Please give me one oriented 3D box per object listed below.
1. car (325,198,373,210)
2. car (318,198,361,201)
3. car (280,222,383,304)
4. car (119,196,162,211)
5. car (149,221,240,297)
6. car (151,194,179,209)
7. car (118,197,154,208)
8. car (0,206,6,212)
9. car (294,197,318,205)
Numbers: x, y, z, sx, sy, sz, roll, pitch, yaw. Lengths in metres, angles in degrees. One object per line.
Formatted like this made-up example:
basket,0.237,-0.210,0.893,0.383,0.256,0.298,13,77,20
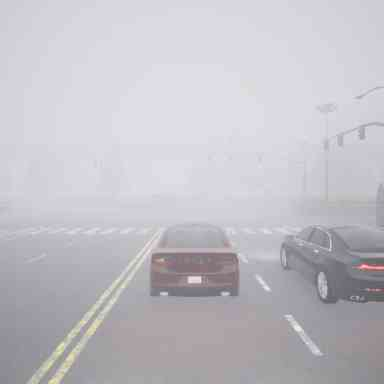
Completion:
car,20.507,1.547,43.629,5.357,1.411,2.033,0,0,0
car,17.967,1.564,40.139,4.181,1.385,1.994,0,0,0
car,3.554,1.505,8.128,1.837,1.490,4.892,0,0,0
car,-6.389,1.526,40.225,4.674,1.442,1.812,0,0,0
car,0.055,1.478,8.640,1.882,1.535,5.008,0,0,0
car,-4.477,1.221,43.719,5.566,2.045,2.150,0,0,0
car,-7.918,1.505,47.232,4.892,1.490,1.837,0,0,0
car,-21.533,1.547,33.080,5.357,1.411,2.033,0,0,0
car,16.684,1.503,47.143,4.892,1.490,1.837,-1,0,0
